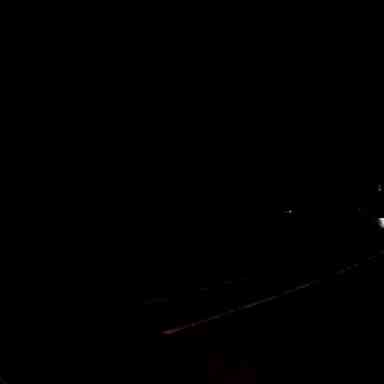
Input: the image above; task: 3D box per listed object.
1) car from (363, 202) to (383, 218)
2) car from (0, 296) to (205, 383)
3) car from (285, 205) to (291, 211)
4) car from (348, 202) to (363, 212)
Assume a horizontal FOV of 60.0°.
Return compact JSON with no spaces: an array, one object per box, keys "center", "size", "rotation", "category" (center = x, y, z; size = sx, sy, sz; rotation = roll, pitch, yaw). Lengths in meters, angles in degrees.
[{"center":[20.927,1.989,36.515],"size":[2.128,1.511,4.902],"rotation":[-3,-2,13],"category":"car"},{"center":[-2.296,1.599,2.218],"size":[4.718,1.301,1.895],"rotation":[0,0,-36],"category":"car"},{"center":[22.341,3.792,80.039],"size":[1.837,1.490,4.892],"rotation":[-4,-2,0],"category":"car"},{"center":[26.382,2.352,52.239],"size":[1.837,1.490,4.892],"rotation":[-4,-3,-2],"category":"car"}]
